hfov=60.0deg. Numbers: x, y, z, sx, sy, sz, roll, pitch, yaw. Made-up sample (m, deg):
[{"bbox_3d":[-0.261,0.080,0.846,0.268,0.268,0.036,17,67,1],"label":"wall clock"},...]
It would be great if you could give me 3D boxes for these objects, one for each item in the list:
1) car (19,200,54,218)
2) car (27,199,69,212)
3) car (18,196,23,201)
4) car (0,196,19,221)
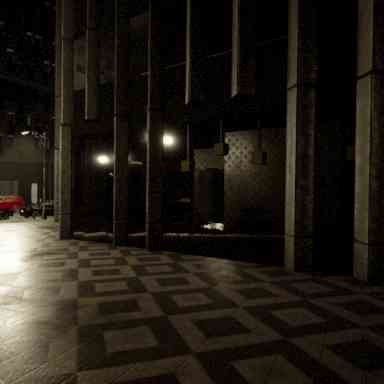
[{"bbox_3d":[-13.863,1.741,31.218,1.947,1.339,4.313,1,0,35],"label":"car"},{"bbox_3d":[-17.565,1.632,40.752,1.947,1.339,4.313,1,0,35],"label":"car"},{"bbox_3d":[-20.817,1.352,36.143,2.192,1.841,5.009,1,0,35],"label":"car"},{"bbox_3d":[-17.116,1.462,26.607,2.192,1.841,5.009,1,0,35],"label":"car"}]
